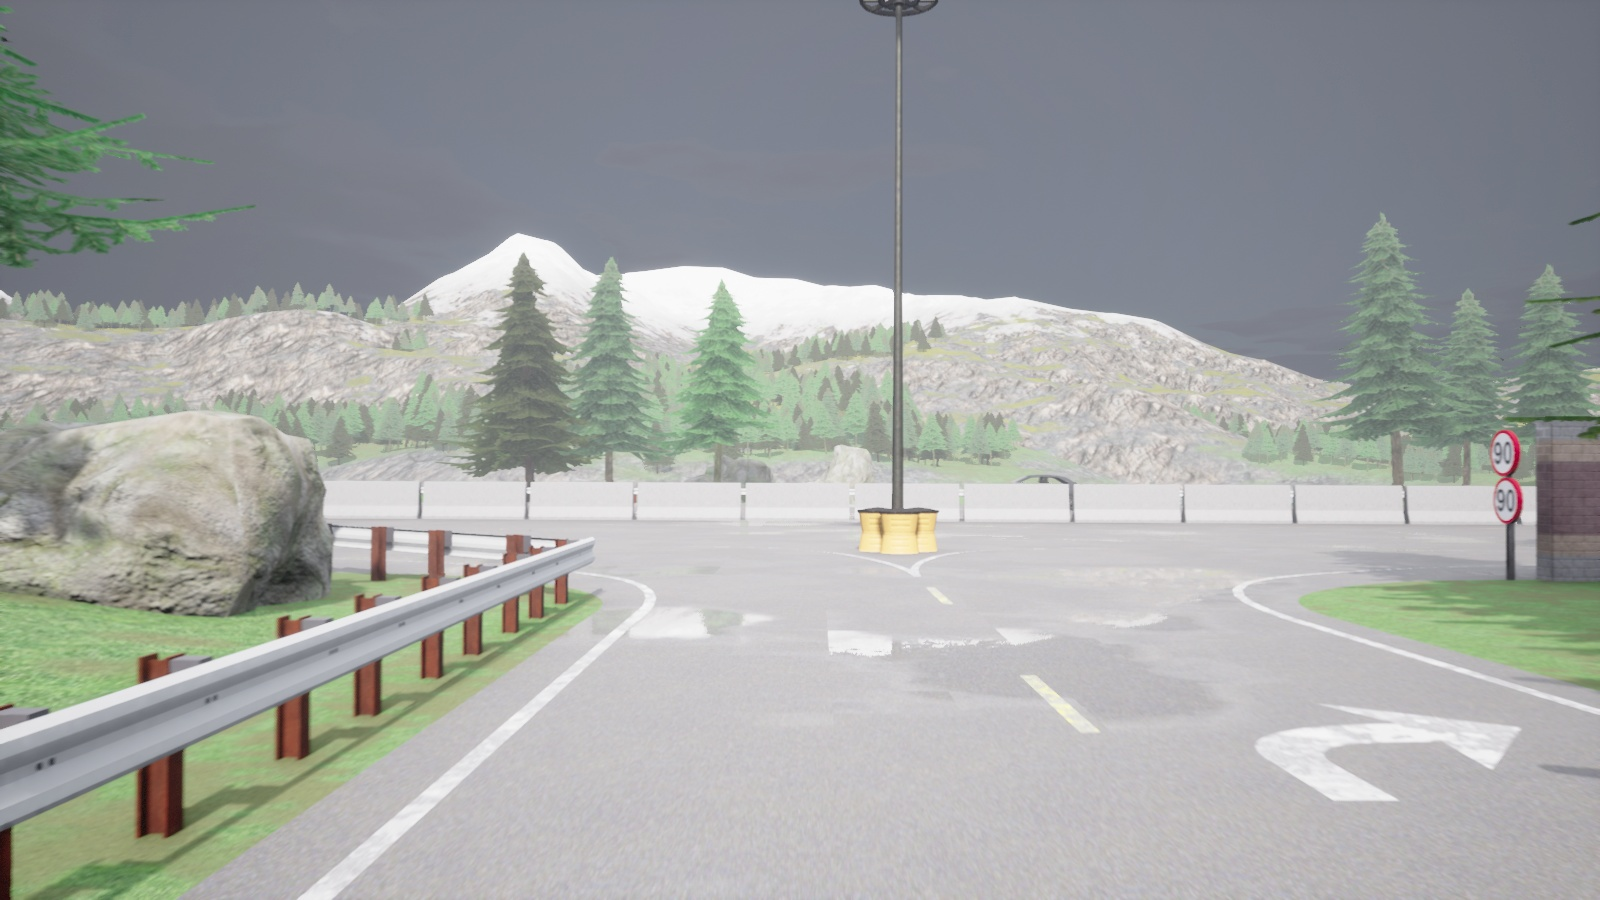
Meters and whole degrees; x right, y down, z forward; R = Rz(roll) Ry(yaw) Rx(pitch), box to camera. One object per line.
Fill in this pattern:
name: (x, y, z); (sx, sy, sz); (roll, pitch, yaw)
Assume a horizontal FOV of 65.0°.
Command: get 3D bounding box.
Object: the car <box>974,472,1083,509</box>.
car: (9.403, 1.666, 51.961); (4.193, 1.474, 1.816); (0, -1, 1)
